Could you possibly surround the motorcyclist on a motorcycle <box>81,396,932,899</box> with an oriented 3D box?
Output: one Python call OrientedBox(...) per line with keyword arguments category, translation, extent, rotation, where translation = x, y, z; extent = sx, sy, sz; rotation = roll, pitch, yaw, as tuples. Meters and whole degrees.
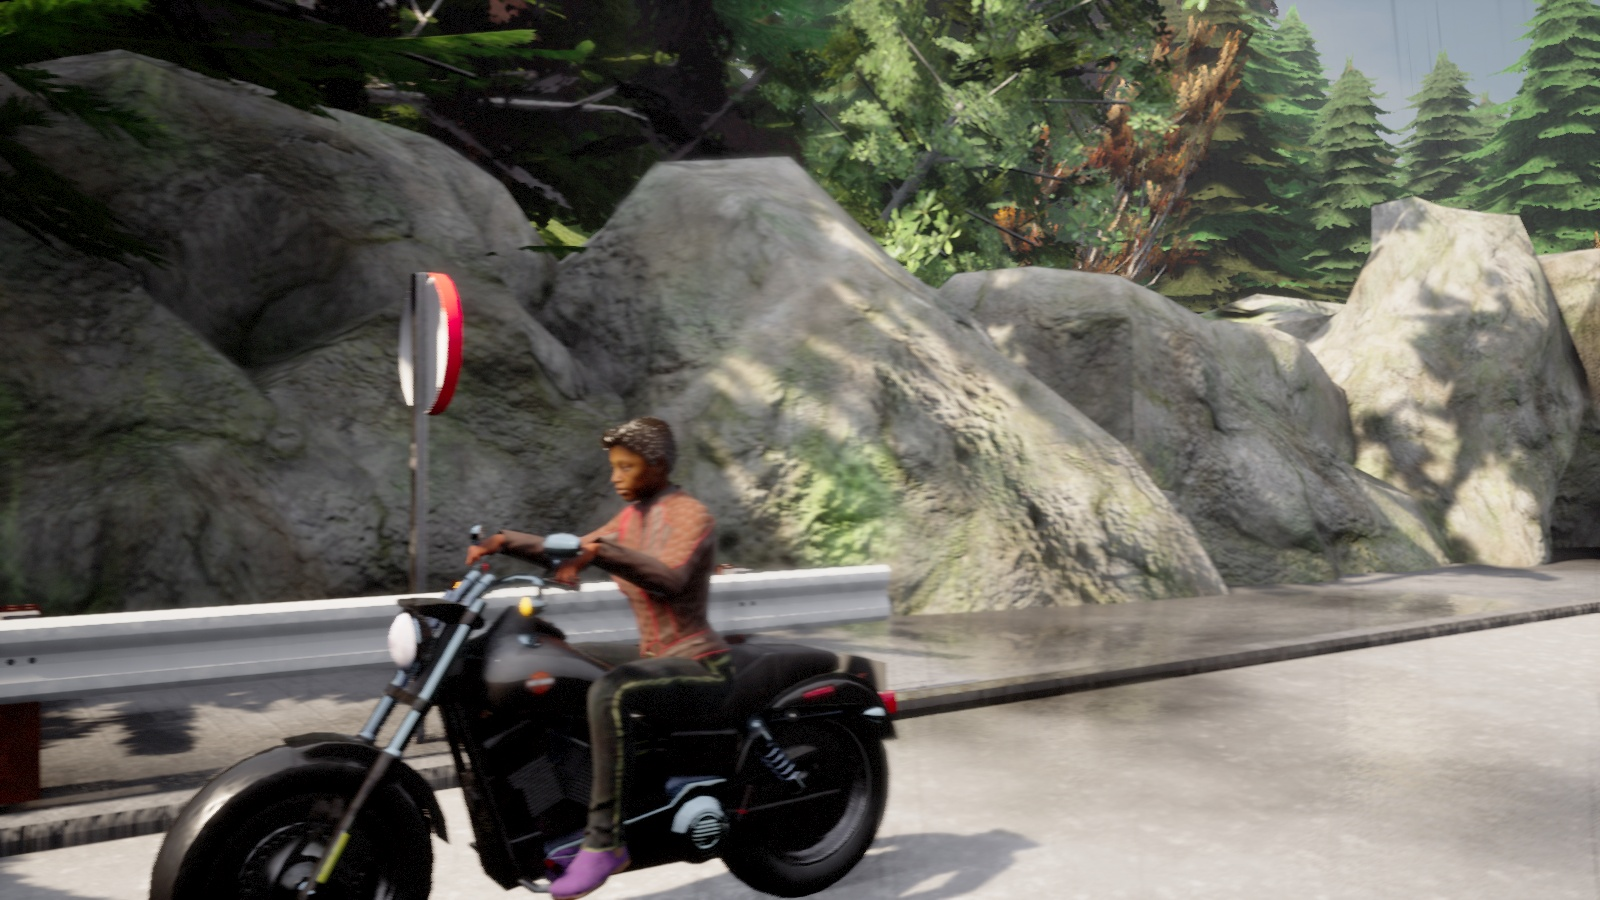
OrientedBox(category="motorcyclist on a motorcycle", translation=(-0.755, 0.706, 3.743), extent=(2.350, 1.649, 0.766), rotation=(0, 0, -35))
